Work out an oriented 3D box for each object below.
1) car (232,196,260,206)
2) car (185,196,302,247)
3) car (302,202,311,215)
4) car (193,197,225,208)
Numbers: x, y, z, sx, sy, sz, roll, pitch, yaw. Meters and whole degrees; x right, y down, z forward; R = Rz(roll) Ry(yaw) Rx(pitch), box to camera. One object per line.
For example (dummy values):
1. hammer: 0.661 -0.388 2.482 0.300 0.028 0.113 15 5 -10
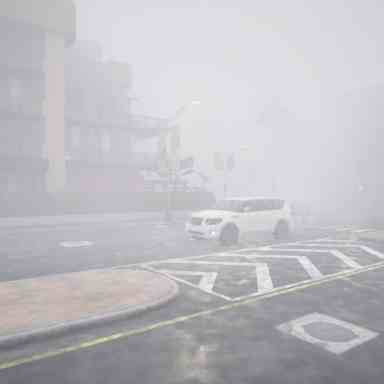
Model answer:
1. car: 9.176 1.504 57.119 1.837 1.490 4.892 0 0 -35
2. car: 2.367 1.223 15.520 5.566 2.045 2.150 0 0 -36
3. car: 10.163 1.491 33.520 2.128 1.511 4.902 0 0 -9
4. car: 2.370 1.477 48.181 1.882 1.535 5.008 0 0 -35
